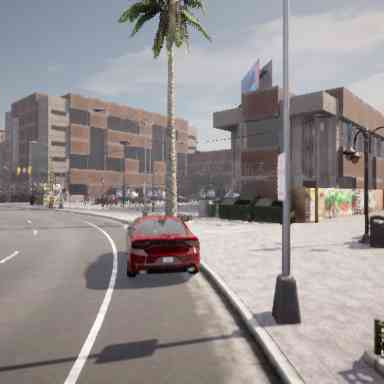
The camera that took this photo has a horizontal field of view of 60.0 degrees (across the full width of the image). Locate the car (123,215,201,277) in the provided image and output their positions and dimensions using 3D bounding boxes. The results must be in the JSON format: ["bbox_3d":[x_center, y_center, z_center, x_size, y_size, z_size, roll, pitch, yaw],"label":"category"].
[{"bbox_3d":[-1.082,1.466,10.345,1.882,1.535,5.008,0,0,-12],"label":"car"}]

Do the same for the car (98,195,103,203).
[{"bbox_3d":[-14.577,1.228,56.454,4.553,1.767,2.185,0,0,42],"label":"car"}]
